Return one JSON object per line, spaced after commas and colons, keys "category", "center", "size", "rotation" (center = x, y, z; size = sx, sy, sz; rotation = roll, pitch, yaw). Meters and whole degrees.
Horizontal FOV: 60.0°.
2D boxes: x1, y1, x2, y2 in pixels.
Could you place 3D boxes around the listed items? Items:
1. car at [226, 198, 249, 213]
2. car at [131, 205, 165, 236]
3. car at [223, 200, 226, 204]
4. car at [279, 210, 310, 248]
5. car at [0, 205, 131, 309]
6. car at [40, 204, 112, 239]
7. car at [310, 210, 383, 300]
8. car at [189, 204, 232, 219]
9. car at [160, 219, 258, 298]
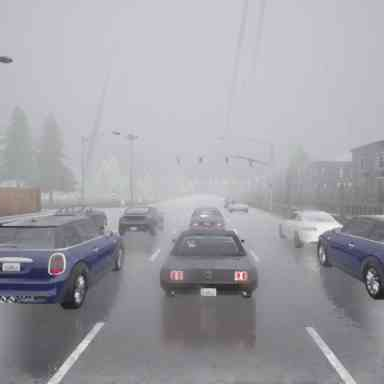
{"category": "car", "center": [5.047, 1.601, 36.529], "size": [1.895, 1.301, 4.718], "rotation": [0, 0, 3]}
{"category": "car", "center": [-2.677, 1.505, 18.269], "size": [1.837, 1.490, 4.892], "rotation": [0, 0, 2]}
{"category": "car", "center": [5.420, 1.547, 46.420], "size": [2.033, 1.411, 5.357], "rotation": [0, 0, 2]}
{"category": "car", "center": [5.122, 1.526, 14.546], "size": [1.812, 1.442, 4.674], "rotation": [0, 0, 2]}
{"category": "car", "center": [-3.111, 1.352, 8.032], "size": [2.097, 1.767, 4.553], "rotation": [0, 0, 2]}
{"category": "car", "center": [-6.172, 1.491, 18.474], "size": [2.128, 1.511, 4.902], "rotation": [0, 0, 2]}
{"category": "car", "center": [4.866, 1.351, 8.522], "size": [2.097, 1.767, 4.553], "rotation": [0, 0, 2]}
{"category": "car", "center": [0.816, 1.547, 18.067], "size": [2.033, 1.411, 5.357], "rotation": [0, 0, 2]}
{"category": "car", "center": [0.411, 1.601, 8.484], "size": [1.895, 1.301, 4.718], "rotation": [0, 0, 2]}
